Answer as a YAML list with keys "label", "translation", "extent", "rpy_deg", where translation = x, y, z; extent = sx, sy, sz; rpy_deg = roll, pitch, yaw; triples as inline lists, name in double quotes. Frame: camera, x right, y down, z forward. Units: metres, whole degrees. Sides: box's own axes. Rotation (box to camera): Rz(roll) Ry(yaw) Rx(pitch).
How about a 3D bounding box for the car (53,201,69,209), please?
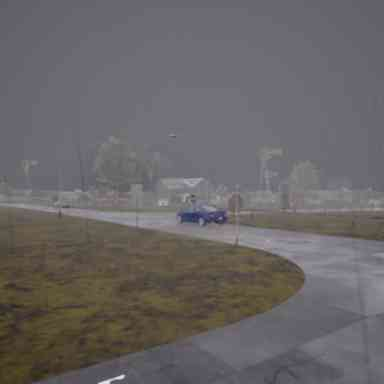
- label: "car"
  translation: [-23.232, 2.267, 58.905]
  extent: [1.994, 1.385, 4.181]
  rpy_deg: [0, -1, -36]

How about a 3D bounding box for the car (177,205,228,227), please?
- label: "car"
  translation: [0.654, 1.738, 25.608]
  extent: [1.882, 1.535, 5.008]
  rpy_deg: [0, 0, -34]
